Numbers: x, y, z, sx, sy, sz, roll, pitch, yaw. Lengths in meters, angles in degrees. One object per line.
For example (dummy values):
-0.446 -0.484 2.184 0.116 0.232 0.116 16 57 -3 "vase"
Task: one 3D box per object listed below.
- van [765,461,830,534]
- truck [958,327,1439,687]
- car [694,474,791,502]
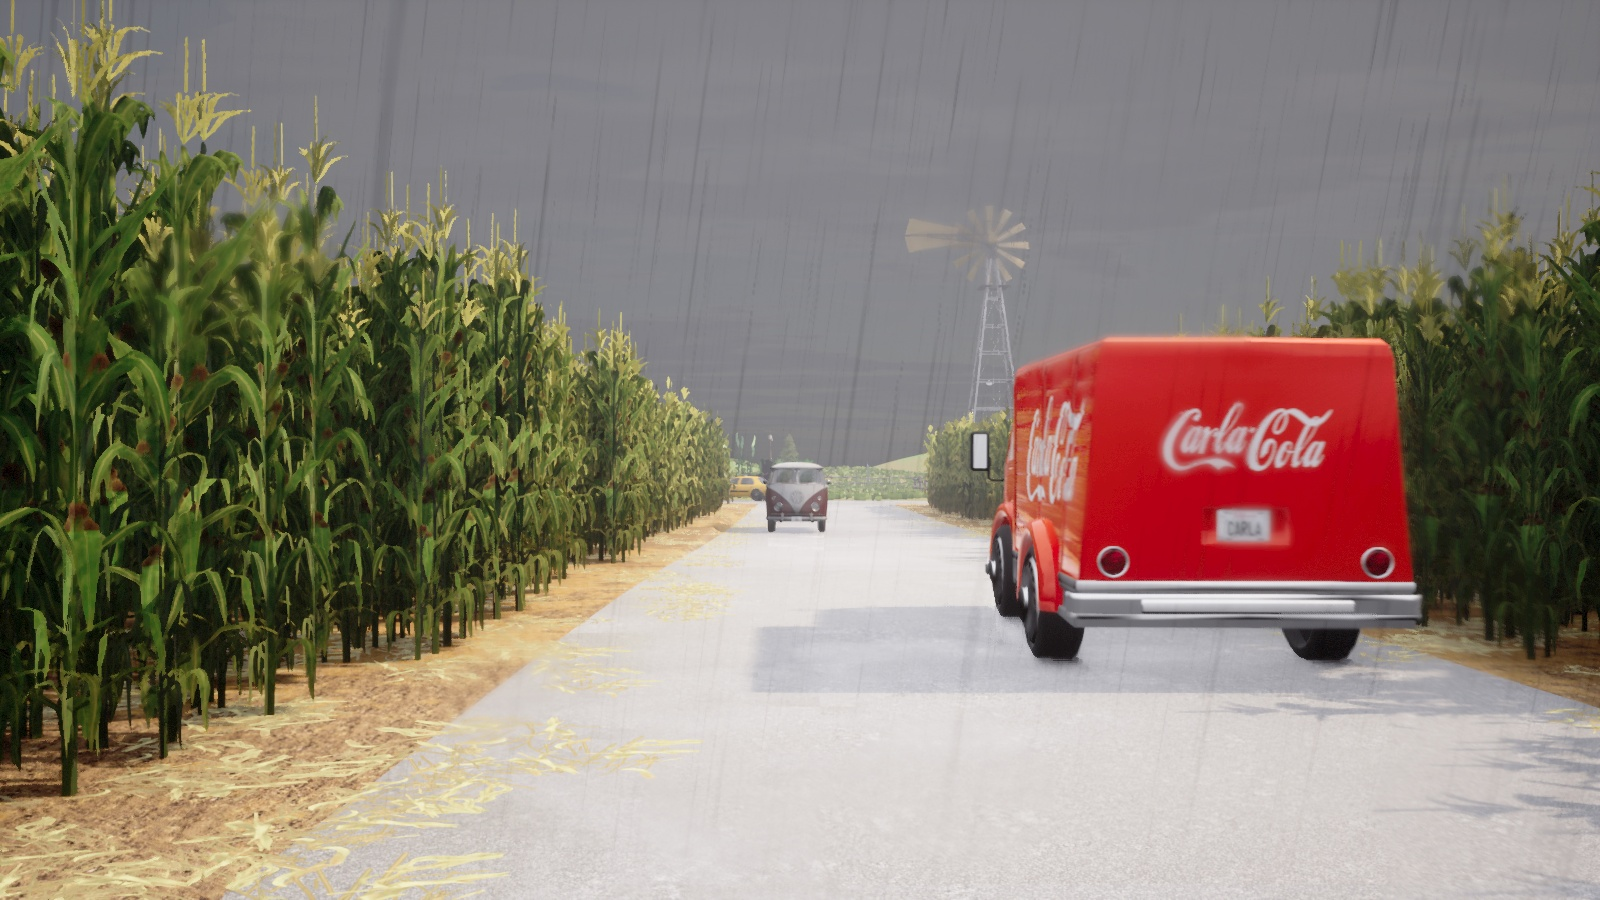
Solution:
-0.081 1.364 36.635 1.775 1.987 4.442 0 -1 0 "van"
3.073 0.415 11.248 2.627 2.467 5.204 0 -1 0 "truck"
-3.329 2.191 73.073 5.366 1.575 1.801 0 -1 17 "car"
